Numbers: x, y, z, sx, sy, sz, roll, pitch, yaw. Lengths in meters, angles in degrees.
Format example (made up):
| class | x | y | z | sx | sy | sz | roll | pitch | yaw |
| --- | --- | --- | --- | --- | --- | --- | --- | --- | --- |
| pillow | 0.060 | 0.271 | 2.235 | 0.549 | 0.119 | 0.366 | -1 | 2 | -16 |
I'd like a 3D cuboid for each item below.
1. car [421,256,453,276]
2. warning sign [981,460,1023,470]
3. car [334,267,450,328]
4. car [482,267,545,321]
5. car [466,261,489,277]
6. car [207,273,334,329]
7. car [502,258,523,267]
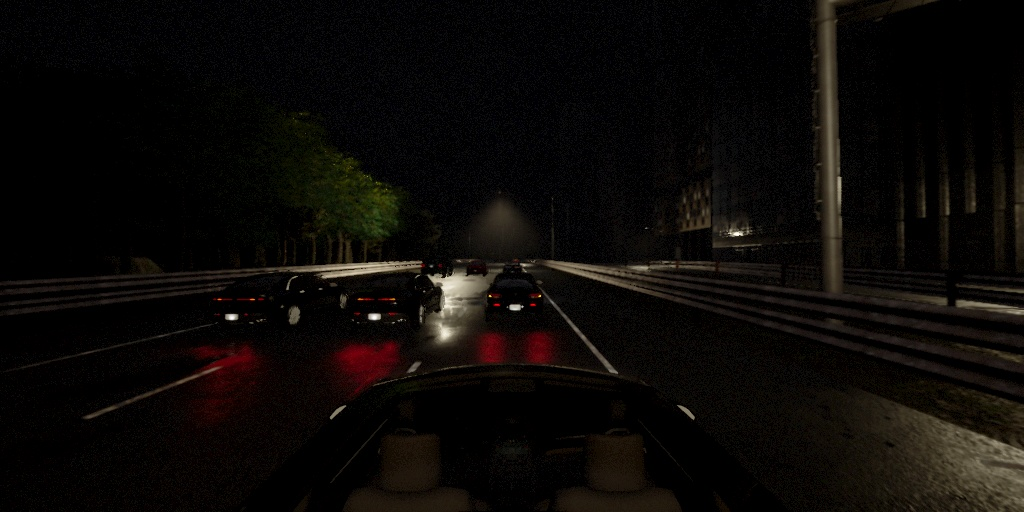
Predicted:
| class | x | y | z | sx | sy | sz | roll | pitch | yaw |
| --- | --- | --- | --- | --- | --- | --- | --- | --- | --- |
| car | -6.950 | 0.981 | 33.653 | 2.150 | 2.045 | 5.566 | 0 | 0 | 0 |
| warning sign | 4.549 | 0.866 | 2.613 | 1.300 | 1.860 | 1.060 | 0 | 0 | 0 |
| car | -3.405 | 1.254 | 11.292 | 1.837 | 1.490 | 4.892 | 0 | 0 | 0 |
| car | 0.080 | 1.275 | 12.357 | 1.812 | 1.442 | 4.674 | 0 | 0 | 0 |
| car | -3.440 | 1.239 | 36.168 | 1.882 | 1.535 | 5.008 | 0 | 0 | 0 |
| car | -6.905 | 1.254 | 11.254 | 1.837 | 1.490 | 4.892 | 0 | 0 | 0 |
| car | 0.057 | 1.252 | 35.459 | 2.128 | 1.511 | 4.902 | 0 | 0 | 0 |
